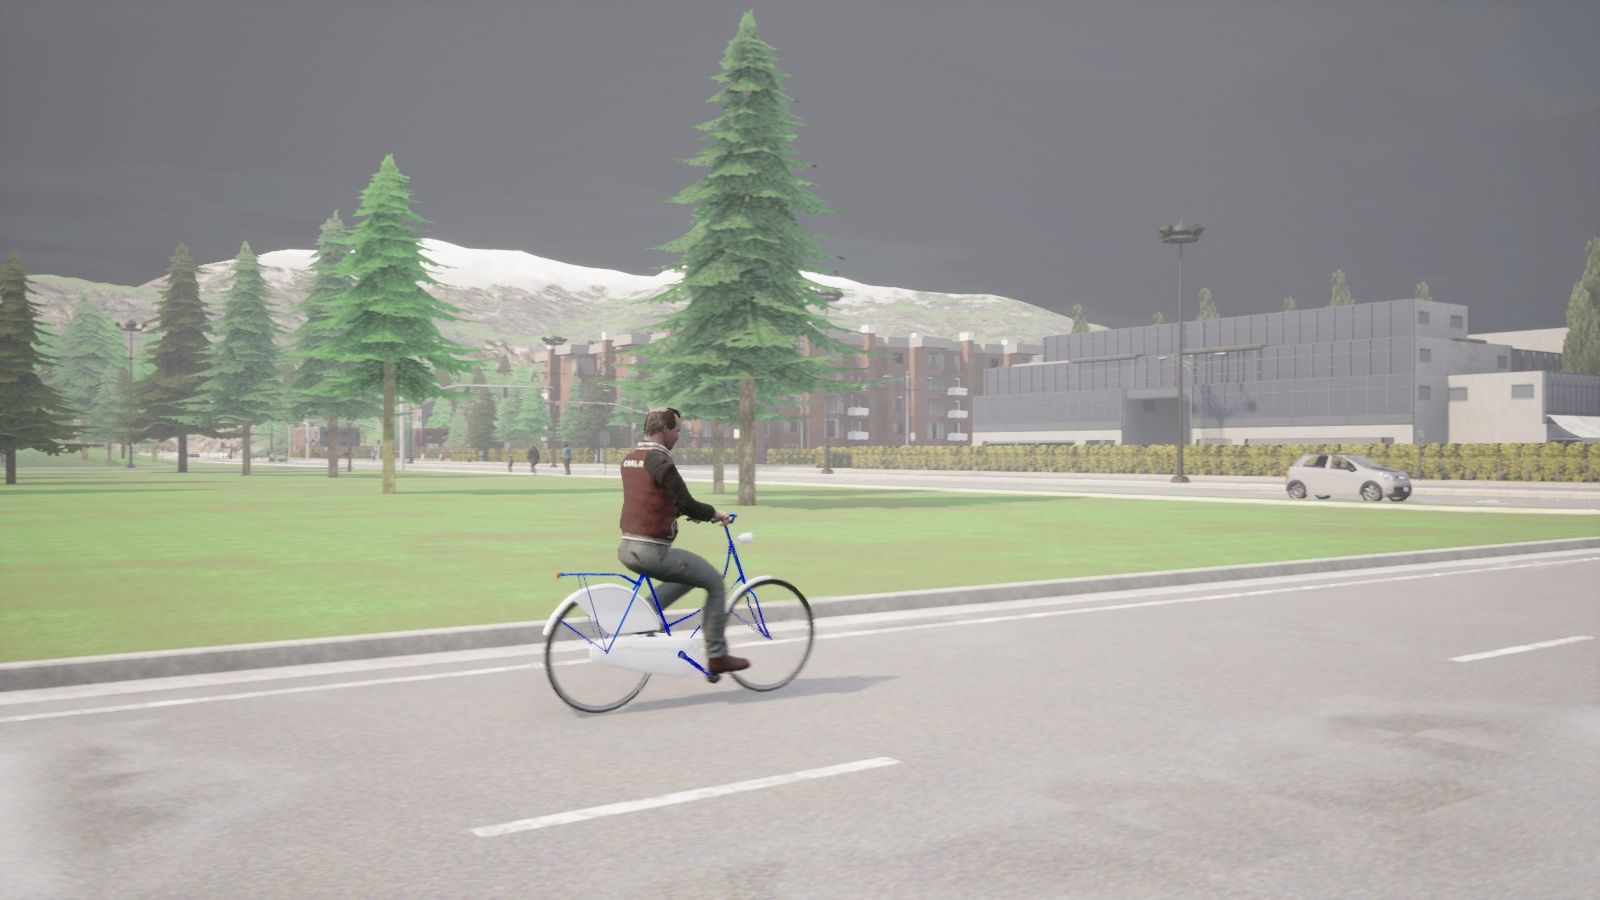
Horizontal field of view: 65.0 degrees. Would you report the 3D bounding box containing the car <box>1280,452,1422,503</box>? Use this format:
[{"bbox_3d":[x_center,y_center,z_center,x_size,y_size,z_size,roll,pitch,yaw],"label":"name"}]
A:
[{"bbox_3d":[17.139,0.817,39.201,1.845,1.501,3.633,0,0,-36],"label":"car"}]

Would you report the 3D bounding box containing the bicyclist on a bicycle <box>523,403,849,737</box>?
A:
[{"bbox_3d":[-0.645,0.635,7.475,1.843,1.776,0.659,0,0,-35],"label":"bicyclist on a bicycle"}]

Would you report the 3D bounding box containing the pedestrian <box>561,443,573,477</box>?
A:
[{"bbox_3d":[-13.319,0.588,71.819,0.396,1.930,0.692,0,0,-34],"label":"pedestrian"}]

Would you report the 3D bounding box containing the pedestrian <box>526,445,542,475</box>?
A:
[{"bbox_3d":[-16.053,0.603,75.771,0.634,1.844,0.899,0,0,-35],"label":"pedestrian"}]
